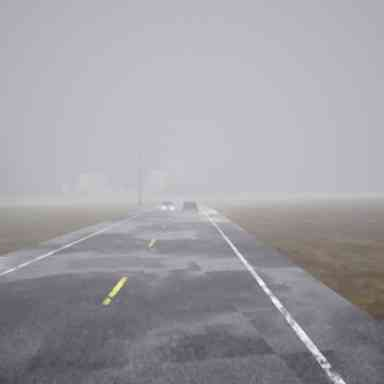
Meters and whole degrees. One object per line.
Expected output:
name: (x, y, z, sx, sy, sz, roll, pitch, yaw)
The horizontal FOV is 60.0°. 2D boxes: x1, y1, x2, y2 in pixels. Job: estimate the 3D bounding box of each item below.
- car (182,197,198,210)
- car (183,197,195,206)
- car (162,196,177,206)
car: (-0.262, 1.635, 44.752, 1.882, 1.535, 5.008, 0, 0, -1)
car: (-0.601, 1.728, 62.629, 2.128, 1.511, 4.902, 0, 0, -1)
car: (-4.142, 1.817, 58.150, 1.895, 1.301, 4.718, 0, 0, 0)
